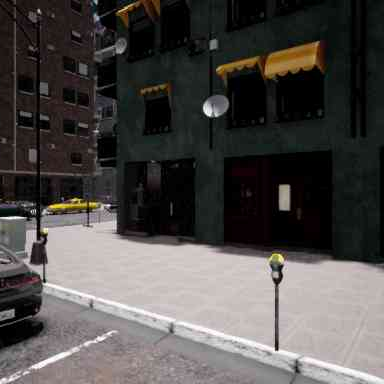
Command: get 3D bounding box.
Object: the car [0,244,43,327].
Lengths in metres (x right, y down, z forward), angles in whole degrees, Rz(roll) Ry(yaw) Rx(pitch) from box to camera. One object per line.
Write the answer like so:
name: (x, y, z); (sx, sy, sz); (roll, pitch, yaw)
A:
car: (-4.472, 1.551, 6.082); (4.403, 1.369, 2.008); (0, 0, 36)

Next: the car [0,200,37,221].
car: (-13.189, 1.397, 22.482); (1.994, 1.385, 4.181); (0, 1, 32)

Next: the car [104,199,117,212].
car: (-6.341, 1.158, 32.518); (2.128, 1.511, 4.902); (0, 1, 35)

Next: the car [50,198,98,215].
car: (-10.887, 1.250, 30.533); (1.752, 1.417, 4.829); (1, 1, 35)

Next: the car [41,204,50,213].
car: (-13.987, 1.350, 26.115); (2.008, 1.369, 4.403); (1, 1, 35)
